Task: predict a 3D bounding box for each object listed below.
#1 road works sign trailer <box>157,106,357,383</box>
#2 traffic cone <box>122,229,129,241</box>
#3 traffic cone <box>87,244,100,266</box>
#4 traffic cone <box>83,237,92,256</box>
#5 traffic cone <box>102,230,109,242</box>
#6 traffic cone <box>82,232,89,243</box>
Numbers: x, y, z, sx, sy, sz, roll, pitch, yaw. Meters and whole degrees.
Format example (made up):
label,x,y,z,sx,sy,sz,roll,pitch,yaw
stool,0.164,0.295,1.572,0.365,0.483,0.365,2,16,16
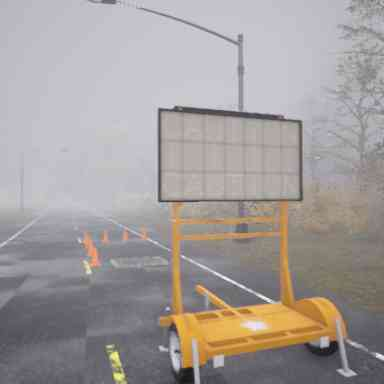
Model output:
label,x,y,z,sx,sy,sz,roll,pitch,yaw
road works sign trailer,0.571,0.551,5.221,2.380,3.560,2.880,0,-1,-19
traffic cone,-3.511,2.261,17.493,0.340,0.580,0.340,0,-1,-21
traffic cone,-3.266,2.155,11.174,0.340,0.580,0.340,0,-1,-21
traffic cone,-3.971,2.189,13.045,0.340,0.580,0.340,0,-1,-21
traffic cone,-4.446,2.258,17.140,0.340,0.580,0.340,0,-1,-21
traffic cone,-4.677,2.223,14.917,0.340,0.580,0.340,0,-1,-21
